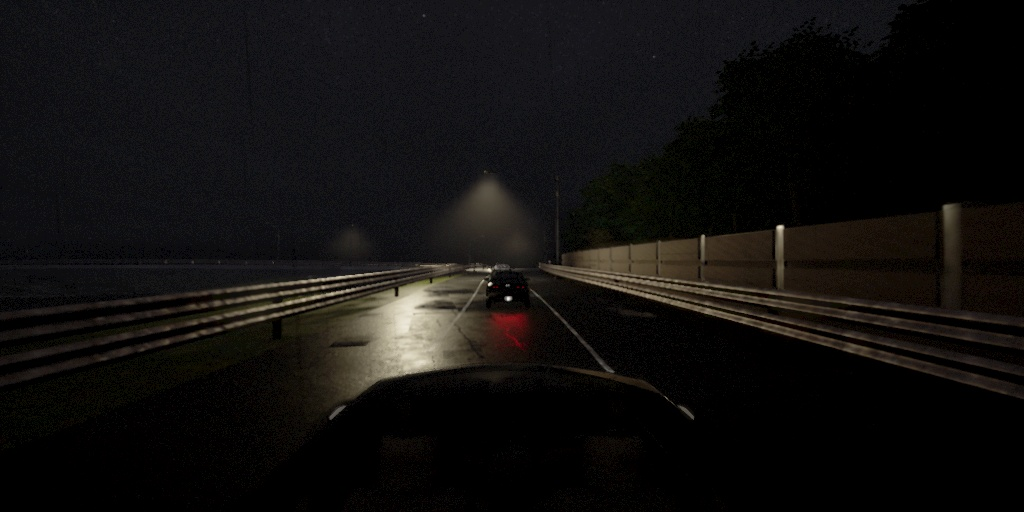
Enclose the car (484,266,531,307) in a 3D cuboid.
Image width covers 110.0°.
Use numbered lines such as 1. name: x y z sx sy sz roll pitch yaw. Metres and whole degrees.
1. car: -0.208 1.400 16.303 1.837 1.490 4.892 0 0 -2
